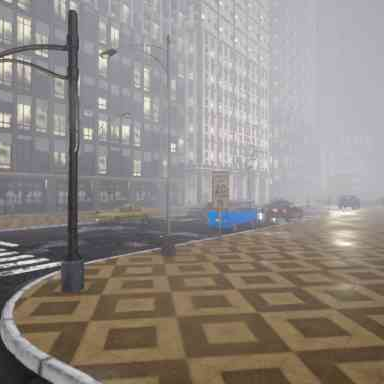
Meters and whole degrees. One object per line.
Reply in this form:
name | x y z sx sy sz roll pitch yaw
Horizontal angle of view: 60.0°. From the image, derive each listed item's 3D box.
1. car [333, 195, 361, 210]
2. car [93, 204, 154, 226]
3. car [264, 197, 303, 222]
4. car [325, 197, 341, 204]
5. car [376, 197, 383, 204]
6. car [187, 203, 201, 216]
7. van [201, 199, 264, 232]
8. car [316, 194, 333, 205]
car | 21.086 1.368 44.562 2.192 1.841 5.009 0 0 38
car | -4.822 1.540 23.987 1.752 1.417 4.829 0 0 38
car | 7.527 1.472 26.914 1.967 1.590 4.097 0 0 38
car | 28.397 1.624 67.011 2.008 1.369 4.403 0 0 38
car | 38.034 1.658 66.620 1.947 1.339 4.313 0 0 38
car | 1.279 1.604 31.715 1.802 1.307 4.206 0 0 38
van | 2.571 1.368 20.280 1.690 1.788 3.998 0 0 38
car | 25.007 1.380 62.599 2.192 1.841 5.009 0 0 38
